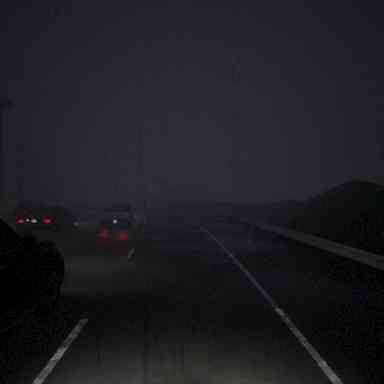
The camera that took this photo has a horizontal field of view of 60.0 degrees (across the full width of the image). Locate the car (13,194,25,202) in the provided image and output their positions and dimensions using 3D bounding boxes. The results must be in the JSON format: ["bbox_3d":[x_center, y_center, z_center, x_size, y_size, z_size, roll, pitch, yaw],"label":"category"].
[{"bbox_3d":[-35.293,1.159,67.873,1.837,1.490,4.892,0,0,-23],"label":"car"}]

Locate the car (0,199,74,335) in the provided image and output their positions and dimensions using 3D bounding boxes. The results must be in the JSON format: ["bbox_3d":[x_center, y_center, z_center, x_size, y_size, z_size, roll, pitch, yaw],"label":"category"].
[{"bbox_3d":[-3.548,1.205,4.241,2.150,2.045,5.566,0,0,-2],"label":"car"}]

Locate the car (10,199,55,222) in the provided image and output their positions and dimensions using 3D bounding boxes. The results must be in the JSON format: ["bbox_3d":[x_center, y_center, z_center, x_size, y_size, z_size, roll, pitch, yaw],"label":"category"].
[{"bbox_3d":[-12.600,1.358,26.661,1.882,1.535,5.008,0,0,-8],"label":"car"}]

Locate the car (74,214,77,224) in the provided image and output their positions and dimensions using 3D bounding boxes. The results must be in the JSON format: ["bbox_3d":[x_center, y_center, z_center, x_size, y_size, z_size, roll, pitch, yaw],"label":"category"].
[{"bbox_3d":[-8.023,1.462,18.798,2.033,1.411,5.357,0,0,-6],"label":"car"}]

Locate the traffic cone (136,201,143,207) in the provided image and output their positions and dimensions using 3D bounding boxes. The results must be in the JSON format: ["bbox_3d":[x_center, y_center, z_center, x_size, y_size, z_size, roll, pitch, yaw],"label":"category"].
[{"bbox_3d":[-7.299,1.730,45.939,0.340,0.580,0.340,0,0,-13],"label":"traffic cone"}]

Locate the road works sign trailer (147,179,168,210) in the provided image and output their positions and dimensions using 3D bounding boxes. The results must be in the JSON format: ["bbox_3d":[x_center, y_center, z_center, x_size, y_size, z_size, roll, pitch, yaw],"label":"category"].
[{"bbox_3d":[-4.220,0.268,39.472,2.380,3.560,2.880,0,0,-13],"label":"road works sign trailer"}]

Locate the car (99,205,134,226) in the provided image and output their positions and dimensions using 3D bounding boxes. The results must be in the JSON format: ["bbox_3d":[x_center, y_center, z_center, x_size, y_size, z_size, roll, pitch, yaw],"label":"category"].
[{"bbox_3d":[-4.926,1.493,22.362,1.895,1.301,4.718,0,0,-7],"label":"car"}]
